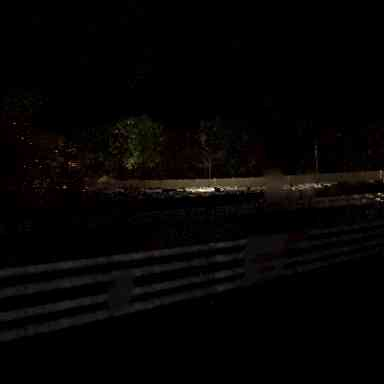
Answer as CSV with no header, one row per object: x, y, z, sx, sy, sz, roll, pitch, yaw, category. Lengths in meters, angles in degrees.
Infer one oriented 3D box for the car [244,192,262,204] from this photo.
9.046,0.783,42.665,4.553,1.767,2.097,-4,2,-15,car

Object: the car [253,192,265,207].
10.113,1.011,39.331,4.674,1.442,1.812,-4,2,-15,car

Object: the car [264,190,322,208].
11.179,0.759,35.993,5.566,2.045,2.150,-4,2,-15,car
